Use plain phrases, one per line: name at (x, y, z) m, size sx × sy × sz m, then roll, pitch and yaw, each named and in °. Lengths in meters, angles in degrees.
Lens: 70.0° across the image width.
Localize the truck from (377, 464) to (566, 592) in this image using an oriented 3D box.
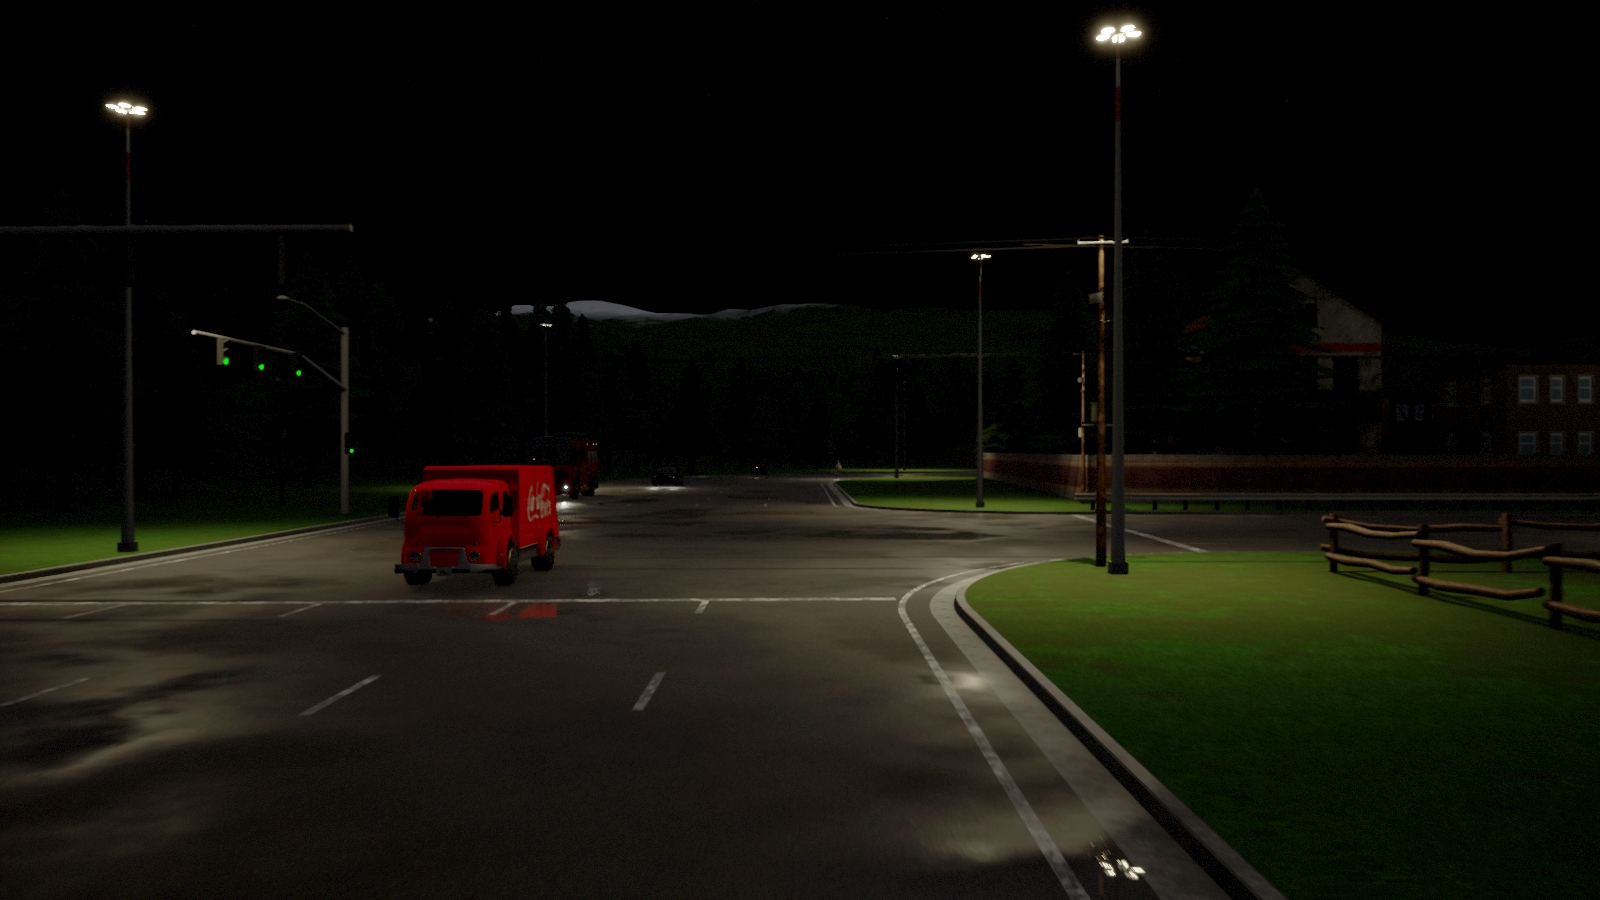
truck at (-6.995, 1.568, 25.069) m, size 2.627 × 2.467 × 5.204 m, roll 0°, pitch 0°, yaw 0°
